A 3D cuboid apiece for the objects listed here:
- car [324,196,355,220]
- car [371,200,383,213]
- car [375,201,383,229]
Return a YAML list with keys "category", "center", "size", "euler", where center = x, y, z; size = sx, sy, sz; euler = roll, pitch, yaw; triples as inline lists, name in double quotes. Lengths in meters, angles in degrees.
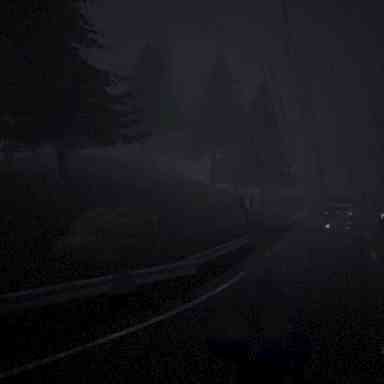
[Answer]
- category: "car"
  center: [13.273, 1.355, 29.852]
  size: [2.150, 2.045, 5.566]
  euler: [-1, -1, 27]
- category: "car"
  center: [21.420, 1.596, 37.625]
  size: [1.882, 1.535, 5.008]
  euler: [-1, -1, 27]
- category: "car"
  center: [13.262, 1.566, 21.580]
  size: [1.837, 1.490, 4.892]
  euler: [-1, 0, 26]
